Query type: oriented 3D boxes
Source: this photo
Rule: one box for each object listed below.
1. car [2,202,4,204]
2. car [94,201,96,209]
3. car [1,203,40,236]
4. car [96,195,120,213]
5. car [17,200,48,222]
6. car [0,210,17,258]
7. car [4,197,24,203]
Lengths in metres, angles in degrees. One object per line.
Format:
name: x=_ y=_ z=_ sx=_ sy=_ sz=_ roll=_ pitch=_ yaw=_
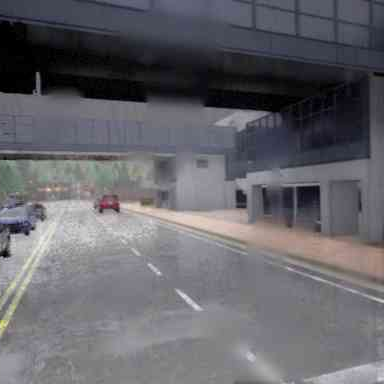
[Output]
car: x=-16.118 y=1.764 z=25.311 sx=1.882 sy=1.535 sz=5.008 roll=-1 pitch=0 yaw=-20
car: x=-13.384 y=1.747 z=49.056 sx=1.994 sy=1.385 sz=4.181 roll=-1 pitch=0 yaw=-19
car: x=-10.273 y=1.654 z=19.385 sx=1.882 sy=1.535 sz=5.008 roll=-1 pitch=0 yaw=-20
car: x=-9.718 y=1.348 z=38.908 sx=2.150 sy=2.045 sz=5.566 roll=-1 pitch=0 yaw=-18
car: x=-13.632 y=1.733 z=28.746 sx=1.837 sy=1.490 sz=4.892 roll=-1 pitch=0 yaw=-20
car: x=-7.089 y=1.605 z=10.538 sx=1.882 sy=1.535 sz=5.008 roll=-1 pitch=0 yaw=-20
car: x=-21.252 y=1.692 z=39.828 sx=2.150 sy=2.045 sz=5.566 roll=-1 pitch=0 yaw=-20
